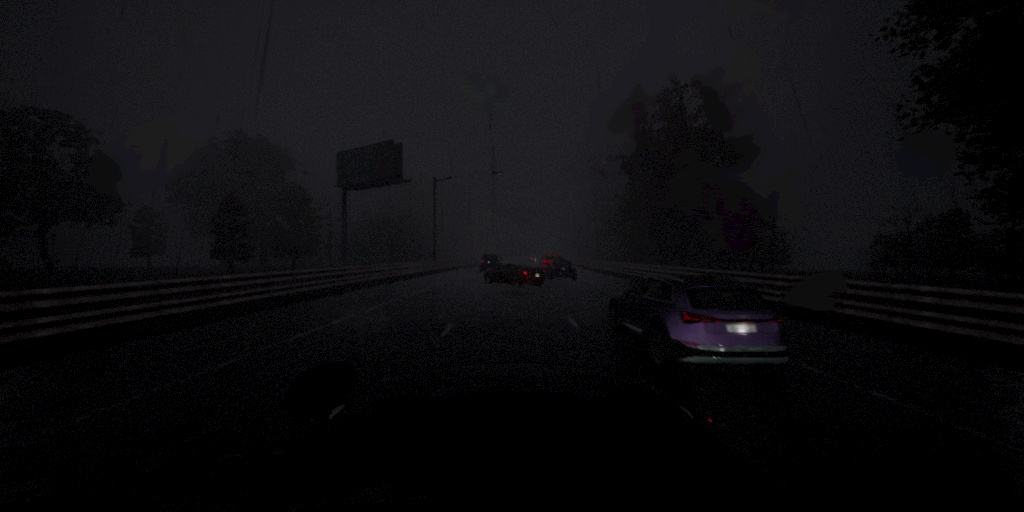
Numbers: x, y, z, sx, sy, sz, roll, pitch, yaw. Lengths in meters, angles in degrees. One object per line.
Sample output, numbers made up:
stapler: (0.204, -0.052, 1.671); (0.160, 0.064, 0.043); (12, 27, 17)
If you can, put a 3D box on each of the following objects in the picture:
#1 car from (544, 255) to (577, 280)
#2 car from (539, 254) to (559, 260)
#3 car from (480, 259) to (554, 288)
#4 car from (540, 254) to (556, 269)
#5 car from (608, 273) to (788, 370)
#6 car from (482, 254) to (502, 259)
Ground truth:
car: (3.990, 0.991, 29.443); (2.097, 1.767, 4.553); (0, 0, 2)
car: (4.459, 0.822, 40.371); (2.150, 2.045, 5.566); (0, 0, 3)
car: (0.117, 1.162, 23.015); (2.163, 1.488, 4.792); (0, 0, -37)
car: (5.077, 0.788, 51.231); (2.150, 2.045, 5.566); (0, 0, 4)
car: (3.516, 1.161, 7.724); (2.033, 1.649, 4.856); (0, 0, 0)
car: (-2.402, 0.783, 42.260); (2.150, 2.045, 5.566); (1, 0, 3)
